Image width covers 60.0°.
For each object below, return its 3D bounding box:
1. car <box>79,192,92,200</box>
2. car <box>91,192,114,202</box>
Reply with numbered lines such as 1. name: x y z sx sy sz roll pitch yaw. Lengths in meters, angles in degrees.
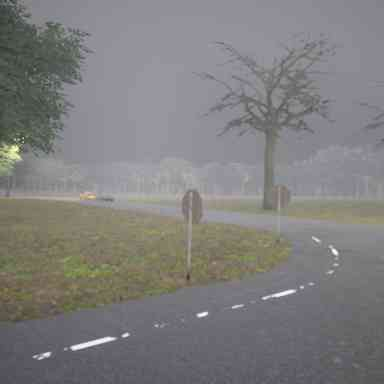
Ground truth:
1. car: -18.686 0.733 59.730 1.882 1.535 5.008 3 -1 -36
2. car: -14.121 0.852 53.435 1.994 1.385 4.181 3 -1 -35
